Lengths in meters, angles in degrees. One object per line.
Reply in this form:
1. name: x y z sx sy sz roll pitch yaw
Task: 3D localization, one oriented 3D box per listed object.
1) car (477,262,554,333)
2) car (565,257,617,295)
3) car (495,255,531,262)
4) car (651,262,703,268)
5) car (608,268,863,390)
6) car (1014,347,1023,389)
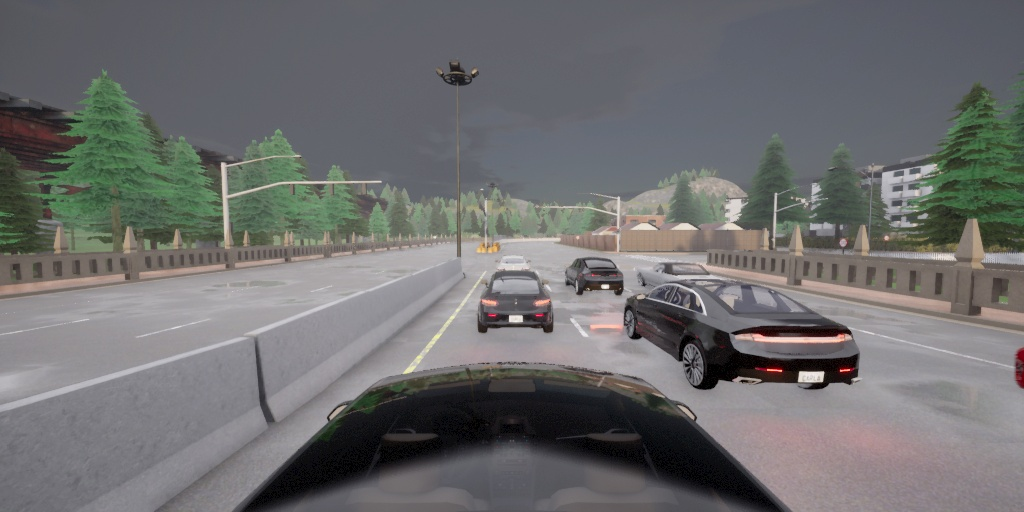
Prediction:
1. car: 0.081 1.113 10.079 1.812 1.442 4.674 0 2 0
2. car: 3.568 0.792 16.139 1.837 1.490 4.892 0 3 0
3. car: 0.060 0.647 19.088 1.812 1.442 4.674 0 3 0
4. car: 7.069 0.916 15.643 1.895 1.301 4.718 0 3 0
5. car: 3.586 1.179 6.714 2.128 1.511 4.902 0 1 0
6. car: 7.088 0.972 1.789 2.150 2.045 5.566 0 1 0
